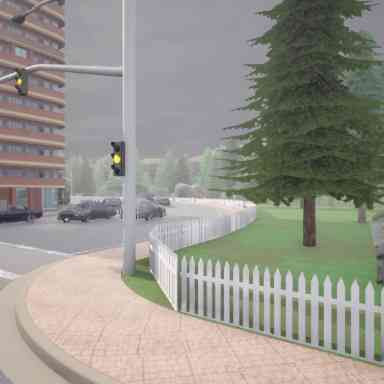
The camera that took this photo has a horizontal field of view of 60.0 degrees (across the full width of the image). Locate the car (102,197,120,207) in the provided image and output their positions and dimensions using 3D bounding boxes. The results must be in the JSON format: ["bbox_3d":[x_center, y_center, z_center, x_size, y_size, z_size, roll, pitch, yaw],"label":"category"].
[{"bbox_3d":[-12.649,1.508,51.565,1.994,1.385,4.181,0,0,-24],"label":"car"}]

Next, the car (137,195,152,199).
[{"bbox_3d":[-6.925,1.470,44.918,1.812,1.442,4.674,0,0,-13],"label":"car"}]

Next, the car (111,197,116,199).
[{"bbox_3d":[-9.795,1.492,41.909,2.033,1.411,5.357,0,0,-7],"label":"car"}]

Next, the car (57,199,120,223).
[{"bbox_3d":[-7.798,1.492,25.283,2.033,1.411,5.357,0,0,17],"label":"car"}]

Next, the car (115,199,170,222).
[{"bbox_3d":[-3.680,1.492,26.057,2.033,1.411,5.357,0,0,15],"label":"car"}]

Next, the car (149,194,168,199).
[{"bbox_3d":[-4.663,1.436,50.607,2.128,1.511,4.902,0,0,-18],"label":"car"}]

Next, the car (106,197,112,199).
[{"bbox_3d":[-9.882,1.492,31.835,2.033,1.411,5.357,0,0,8],"label":"car"}]

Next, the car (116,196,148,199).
[{"bbox_3d":[-6.169,1.470,34.727,1.812,1.442,4.674,0,0,3],"label":"car"}]

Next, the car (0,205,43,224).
[{"bbox_3d":[-12.683,1.545,22.602,1.895,1.301,4.718,0,0,23],"label":"car"}]

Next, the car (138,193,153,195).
[{"bbox_3d":[-9.583,1.166,66.430,2.150,2.045,5.566,0,0,-40],"label":"car"}]
